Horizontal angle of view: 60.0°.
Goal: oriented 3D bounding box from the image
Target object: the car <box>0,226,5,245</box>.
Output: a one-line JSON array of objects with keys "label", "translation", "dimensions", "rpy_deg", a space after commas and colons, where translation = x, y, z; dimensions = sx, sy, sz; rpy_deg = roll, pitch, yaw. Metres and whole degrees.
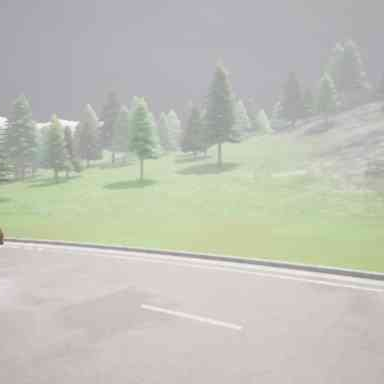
[{"label": "car", "translation": [-8.976, 1.479, 12.031], "dimensions": [4.674, 1.442, 1.812], "rpy_deg": [0, 0, 20]}]
